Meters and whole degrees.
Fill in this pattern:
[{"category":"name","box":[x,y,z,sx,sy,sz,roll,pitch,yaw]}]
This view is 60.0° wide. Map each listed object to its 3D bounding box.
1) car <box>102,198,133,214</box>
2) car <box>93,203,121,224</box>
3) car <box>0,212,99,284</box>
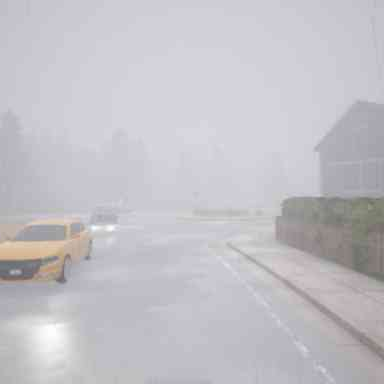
[{"category":"car","box":[-10.052,1.769,42.518,5.566,2.045,2.150,-1,-3,33]},{"category":"car","box":[-7.094,1.853,27.246,1.994,1.385,4.181,0,-1,-11]},{"category":"car","box":[-4.310,1.594,10.120,1.882,1.535,5.008,0,-1,-6]}]
